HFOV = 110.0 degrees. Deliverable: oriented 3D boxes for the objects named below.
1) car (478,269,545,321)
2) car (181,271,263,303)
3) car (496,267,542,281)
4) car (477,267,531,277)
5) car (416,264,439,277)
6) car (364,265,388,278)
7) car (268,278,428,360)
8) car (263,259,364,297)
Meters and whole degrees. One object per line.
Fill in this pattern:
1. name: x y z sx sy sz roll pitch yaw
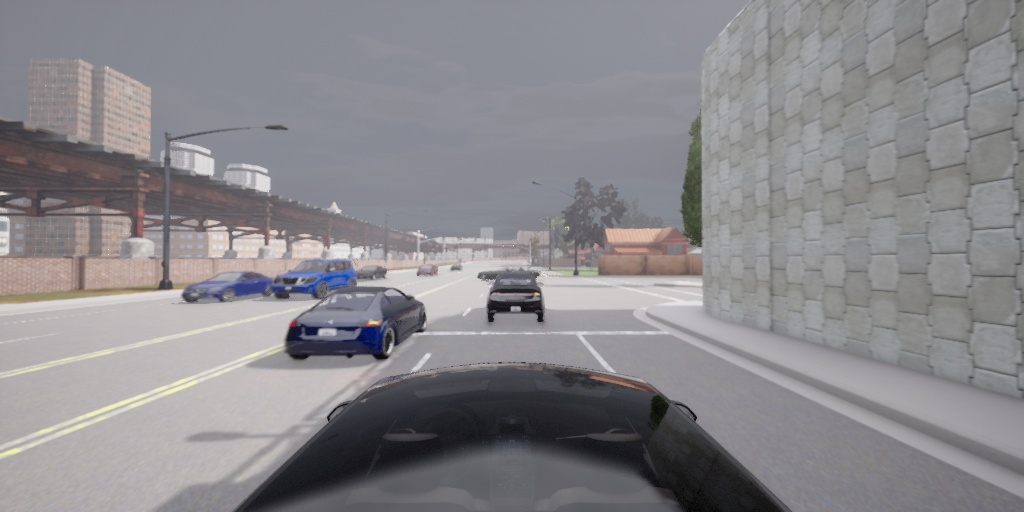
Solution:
1. car: 0.124 1.391 13.127 2.128 1.511 4.902 0 -1 0
2. car: -14.069 1.490 18.222 1.812 1.442 4.674 0 -1 0
3. car: 0.708 1.825 38.053 4.718 1.301 1.895 -1 -1 40
4. car: -0.926 1.772 34.049 4.718 1.301 1.895 0 -1 27
5. car: -10.504 1.835 44.664 1.812 1.442 4.674 0 -1 0
6. car: -14.034 1.672 35.890 1.882 1.535 5.008 0 -1 0
7. car: -3.399 1.404 8.628 1.994 1.385 4.181 0 -1 0
8. car: -10.566 1.206 19.725 2.150 2.045 5.566 0 -1 0
